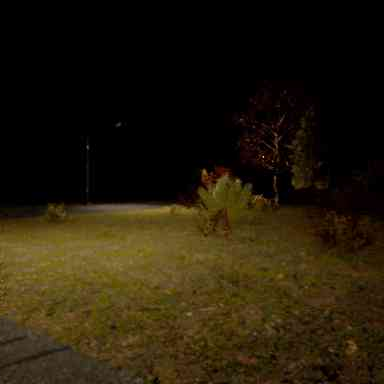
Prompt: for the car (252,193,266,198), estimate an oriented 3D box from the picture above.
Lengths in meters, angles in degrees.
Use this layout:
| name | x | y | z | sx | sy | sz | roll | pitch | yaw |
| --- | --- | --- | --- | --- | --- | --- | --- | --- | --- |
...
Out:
| name | x | y | z | sx | sy | sz | roll | pitch | yaw |
| --- | --- | --- | --- | --- | --- | --- | --- | --- | --- |
| car | 13.277 | 0.919 | 67.426 | 2.128 | 1.511 | 4.902 | 2 | 2 | 38 |
